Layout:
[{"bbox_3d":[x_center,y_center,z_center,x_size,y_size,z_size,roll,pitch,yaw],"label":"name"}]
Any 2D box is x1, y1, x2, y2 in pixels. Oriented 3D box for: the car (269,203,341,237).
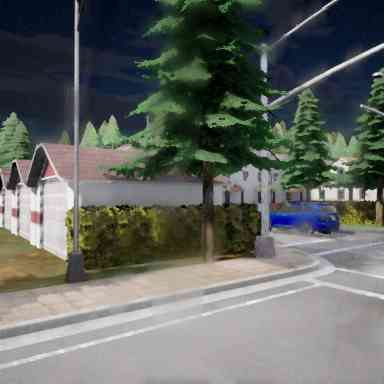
[{"bbox_3d":[6.878,1.724,21.930,2.150,2.045,5.566,0,-1,-35],"label":"car"}]
